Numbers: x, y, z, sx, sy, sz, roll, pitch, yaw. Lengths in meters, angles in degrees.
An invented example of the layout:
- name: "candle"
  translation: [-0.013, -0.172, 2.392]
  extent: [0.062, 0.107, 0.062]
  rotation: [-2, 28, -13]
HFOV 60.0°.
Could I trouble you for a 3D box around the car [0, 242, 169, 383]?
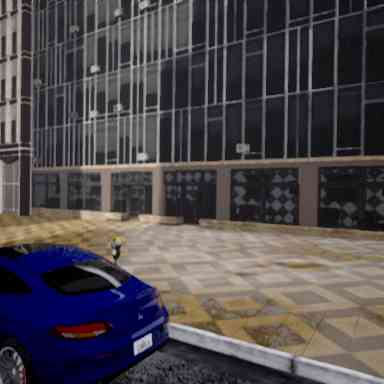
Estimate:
- name: "car"
  translation: [-2.489, 1.495, 4.899]
  extent: [4.674, 1.442, 1.812]
  rotation: [0, 0, 32]
